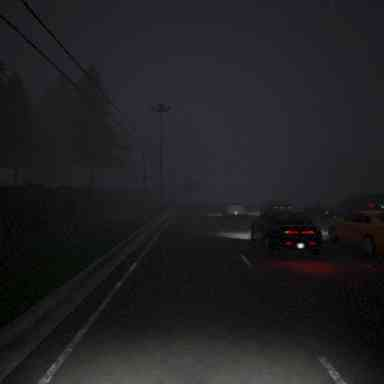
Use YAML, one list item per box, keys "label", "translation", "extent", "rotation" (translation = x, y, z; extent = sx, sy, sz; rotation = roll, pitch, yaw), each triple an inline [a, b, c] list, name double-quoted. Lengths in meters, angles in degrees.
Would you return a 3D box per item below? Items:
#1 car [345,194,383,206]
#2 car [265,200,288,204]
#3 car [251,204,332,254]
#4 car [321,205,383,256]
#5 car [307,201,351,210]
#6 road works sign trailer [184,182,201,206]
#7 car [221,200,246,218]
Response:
- label: "car"
  translation: [14.062, 1.166, 27.172]
  extent: [2.150, 2.045, 5.566]
  rotation: [0, 0, 0]
- label: "car"
  translation: [7.066, 1.432, 28.231]
  extent: [2.128, 1.511, 4.902]
  rotation: [0, 0, 0]
- label: "car"
  translation: [3.569, 1.478, 13.301]
  extent: [1.837, 1.490, 4.892]
  rotation: [0, 1, 0]
- label: "car"
  translation: [7.066, 1.451, 12.970]
  extent: [1.882, 1.535, 5.008]
  rotation: [0, -1, 0]
- label: "car"
  translation: [10.558, 1.544, 26.772]
  extent: [1.895, 1.301, 4.718]
  rotation: [0, 0, 0]
- label: "road works sign trailer"
  translation: [-0.004, 0.358, 49.899]
  extent: [2.380, 3.560, 2.880]
  rotation: [0, 0, 0]
- label: "car"
  translation: [3.569, 1.463, 29.207]
  extent: [1.812, 1.442, 4.674]
  rotation: [0, 0, 0]
